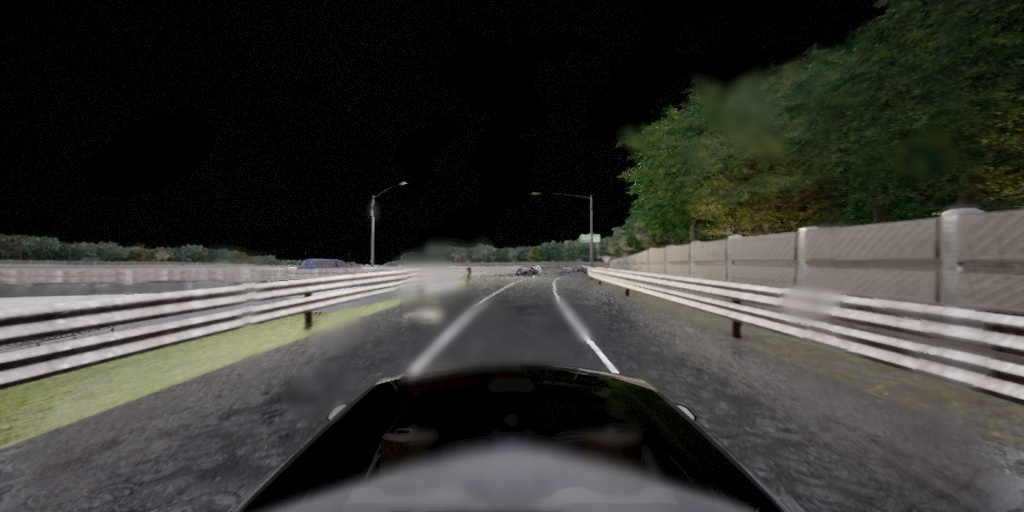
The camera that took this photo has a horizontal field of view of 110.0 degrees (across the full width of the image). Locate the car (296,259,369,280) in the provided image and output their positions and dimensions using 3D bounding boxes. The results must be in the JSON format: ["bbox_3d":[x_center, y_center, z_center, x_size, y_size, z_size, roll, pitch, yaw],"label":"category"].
[{"bbox_3d":[-15.200,1.309,30.671,5.566,2.045,2.150,2,-2,-44],"label":"car"}]

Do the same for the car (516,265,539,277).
[{"bbox_3d":[2.243,2.214,51.922,1.812,1.442,4.674,-1,-2,32],"label":"car"}]
